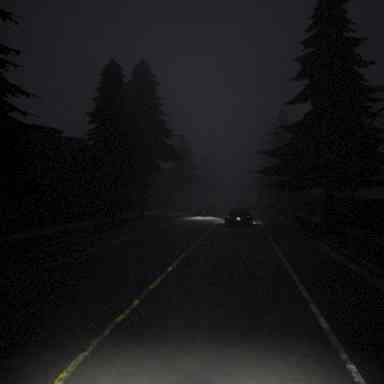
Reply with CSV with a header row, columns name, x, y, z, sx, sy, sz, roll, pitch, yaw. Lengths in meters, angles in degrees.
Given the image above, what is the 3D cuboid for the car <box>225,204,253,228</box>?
name,x,y,z,sx,sy,sz,roll,pitch,yaw
car,3.477,1.839,24.752,1.994,1.385,4.181,0,-1,9

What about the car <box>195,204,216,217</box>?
name,x,y,z,sx,sy,sz,roll,pitch,yaw
car,1.533,1.938,35.857,1.994,1.385,4.181,0,-1,9

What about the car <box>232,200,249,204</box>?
name,x,y,z,sx,sy,sz,roll,pitch,yaw
car,5.992,1.811,41.176,2.097,1.767,4.553,0,0,9
